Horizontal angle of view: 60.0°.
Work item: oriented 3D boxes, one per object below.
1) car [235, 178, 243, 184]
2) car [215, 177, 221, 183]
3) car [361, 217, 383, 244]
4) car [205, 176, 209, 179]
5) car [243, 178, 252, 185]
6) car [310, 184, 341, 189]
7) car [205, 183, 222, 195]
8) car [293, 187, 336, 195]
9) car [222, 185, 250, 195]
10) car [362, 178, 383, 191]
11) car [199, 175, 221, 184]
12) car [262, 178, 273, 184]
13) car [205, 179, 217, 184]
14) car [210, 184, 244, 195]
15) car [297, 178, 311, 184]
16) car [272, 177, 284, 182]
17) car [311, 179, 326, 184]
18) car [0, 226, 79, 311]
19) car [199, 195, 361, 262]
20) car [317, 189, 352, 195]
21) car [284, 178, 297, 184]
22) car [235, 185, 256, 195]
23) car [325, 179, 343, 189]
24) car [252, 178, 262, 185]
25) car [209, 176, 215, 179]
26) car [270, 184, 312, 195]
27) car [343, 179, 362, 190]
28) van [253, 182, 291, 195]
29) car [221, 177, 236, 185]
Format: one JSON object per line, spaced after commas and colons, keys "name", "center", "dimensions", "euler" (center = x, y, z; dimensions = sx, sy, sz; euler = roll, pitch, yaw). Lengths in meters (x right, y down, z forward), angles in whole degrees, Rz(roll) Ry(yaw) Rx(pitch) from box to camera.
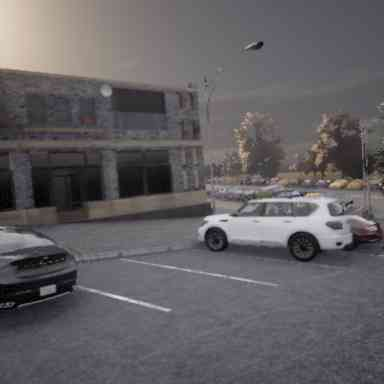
{"name": "car", "center": [12.430, -2.260, 73.060], "dimensions": [2.163, 1.488, 4.792], "euler": [1, 6, 44]}
{"name": "car", "center": [8.558, -2.819, 81.020], "dimensions": [4.553, 1.767, 2.185], "euler": [-7, 6, -45]}
{"name": "car", "center": [5.423, 1.530, 14.145], "dimensions": [4.674, 1.452, 2.002], "euler": [-1, -1, 35]}
{"name": "car", "center": [5.969, -2.964, 86.300], "dimensions": [5.366, 1.575, 1.946], "euler": [-7, 6, -44]}
{"name": "car", "center": [13.694, -2.120, 70.349], "dimensions": [2.163, 1.488, 4.792], "euler": [2, 6, 44]}
{"name": "car", "center": [14.678, 0.267, 39.742], "dimensions": [2.128, 1.511, 4.902], "euler": [-6, 6, -29]}
{"name": "car", "center": [2.371, -0.023, 52.507], "dimensions": [2.002, 1.452, 4.674], "euler": [1, 7, 42]}
{"name": "car", "center": [12.590, 0.774, 34.095], "dimensions": [1.946, 1.575, 5.366], "euler": [0, 6, 40]}
{"name": "car", "center": [6.609, 0.355, 44.506], "dimensions": [2.002, 1.452, 4.674], "euler": [1, 7, 41]}
{"name": "car", "center": [26.108, -1.141, 46.793], "dimensions": [2.185, 1.767, 4.553], "euler": [1, 5, 41]}
{"name": "car", "center": [4.870, -3.371, 89.136], "dimensions": [5.566, 2.045, 2.435], "euler": [-7, 6, -44]}
{"name": "car", "center": [16.382, -2.017, 65.095], "dimensions": [2.185, 1.767, 4.553], "euler": [2, 6, 43]}
{"name": "car", "center": [0.979, -0.445, 55.193], "dimensions": [2.435, 2.045, 5.566], "euler": [0, 6, 43]}
{"name": "car", "center": [5.173, 0.231, 47.165], "dimensions": [2.002, 1.452, 4.674], "euler": [0, 6, 42]}
{"name": "car", "center": [20.458, -1.466, 57.212], "dimensions": [2.002, 1.452, 4.674], "euler": [1, 5, 42]}
{"name": "car", "center": [17.837, -1.779, 62.589], "dimensions": [1.946, 1.575, 5.366], "euler": [1, 5, 43]}
{"name": "car", "center": [21.856, -1.342, 54.604], "dimensions": [2.002, 1.452, 4.674], "euler": [1, 5, 42]}
{"name": "car", "center": [-4.491, 1.487, 7.231], "dimensions": [4.892, 1.521, 2.231], "euler": [-1, -1, 35]}
{"name": "car", "center": [2.921, 1.238, 12.429], "dimensions": [5.566, 2.045, 2.435], "euler": [-1, -1, 35]}
{"name": "car", "center": [13.801, 0.964, 31.290], "dimensions": [2.163, 1.488, 4.792], "euler": [0, 7, 40]}
{"name": "car", "center": [19.050, -1.755, 59.796], "dimensions": [2.185, 1.767, 4.553], "euler": [1, 5, 43]}
{"name": "car", "center": [8.038, 0.441, 41.849], "dimensions": [2.231, 1.521, 4.892], "euler": [0, 6, 41]}
{"name": "car", "center": [23.150, -1.247, 51.861], "dimensions": [1.946, 1.575, 5.366], "euler": [1, 6, 42]}
{"name": "car", "center": [15.023, -2.020, 67.722], "dimensions": [2.097, 1.535, 5.008], "euler": [1, 6, 44]}
{"name": "car", "center": [7.332, -2.835, 83.736], "dimensions": [4.892, 1.521, 2.231], "euler": [-7, 6, -44]}
{"name": "car", "center": [10.949, 0.558, 36.544], "dimensions": [2.185, 1.767, 4.553], "euler": [0, 6, 40]}
{"name": "car", "center": [24.817, -1.157, 49.549], "dimensions": [1.946, 1.575, 5.366], "euler": [1, 5, 41]}
{"name": "van", "center": [9.561, 0.323, 39.280], "dimensions": [1.878, 1.987, 4.442], "euler": [0, 6, 41]}
{"name": "car", "center": [9.840, -2.558, 78.365], "dimensions": [2.097, 1.535, 5.008], "euler": [1, 6, 45]}
